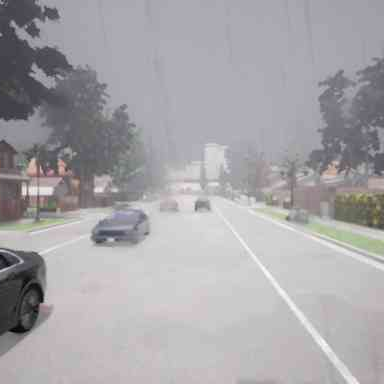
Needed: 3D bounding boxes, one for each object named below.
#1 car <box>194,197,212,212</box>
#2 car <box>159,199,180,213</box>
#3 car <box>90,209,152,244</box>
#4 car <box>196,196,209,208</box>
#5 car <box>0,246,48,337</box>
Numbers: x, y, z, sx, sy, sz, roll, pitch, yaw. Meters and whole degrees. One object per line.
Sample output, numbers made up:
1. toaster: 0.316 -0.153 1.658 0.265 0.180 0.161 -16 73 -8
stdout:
1. car: 1.253 1.461 38.803 1.837 1.490 4.892 0 0 2
2. car: -2.442 1.465 36.229 1.812 1.442 4.674 0 0 2
3. car: -3.130 1.510 15.829 2.033 1.411 5.357 0 0 2
4. car: 1.551 1.411 49.590 1.882 1.535 5.008 0 0 2
5. car: -3.508 1.467 3.939 2.128 1.511 4.902 0 0 2
